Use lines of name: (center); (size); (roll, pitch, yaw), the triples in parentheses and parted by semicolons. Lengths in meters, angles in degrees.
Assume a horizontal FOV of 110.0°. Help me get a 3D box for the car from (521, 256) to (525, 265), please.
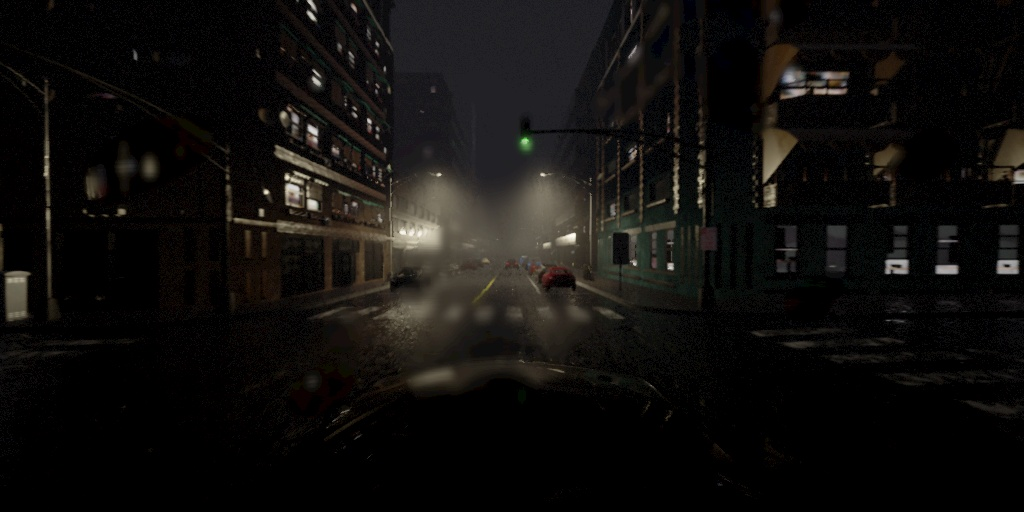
car: (2.684, 1.137, 65.409); (1.751, 1.417, 4.829); (0, 0, 0)

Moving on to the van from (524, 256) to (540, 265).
van: (2.686, 0.996, 43.146); (1.690, 1.789, 3.998); (0, 0, 0)

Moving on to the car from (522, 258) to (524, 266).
car: (2.686, 1.209, 48.670); (1.948, 1.339, 4.313); (0, 0, 0)

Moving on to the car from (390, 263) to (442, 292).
car: (-5.694, 1.268, 21.064); (1.948, 1.339, 4.313); (0, 0, 0)

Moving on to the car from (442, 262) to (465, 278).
car: (-5.694, 1.243, 32.111); (1.948, 1.339, 4.313); (0, 0, 0)

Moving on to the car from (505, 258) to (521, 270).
car: (-0.005, 1.165, 50.506); (1.812, 1.442, 4.674); (0, 0, 0)

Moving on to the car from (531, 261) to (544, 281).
car: (2.687, 1.256, 26.576); (1.948, 1.339, 4.313); (0, 0, 0)

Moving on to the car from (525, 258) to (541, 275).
car: (2.687, 1.211, 37.622); (1.888, 1.381, 4.507); (0, 0, 0)

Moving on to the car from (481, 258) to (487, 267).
car: (-5.696, 1.203, 59.728); (1.802, 1.307, 4.207); (0, 0, 0)

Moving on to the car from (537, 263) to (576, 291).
car: (2.688, 1.285, 21.052); (1.802, 1.307, 4.207); (0, 0, 0)

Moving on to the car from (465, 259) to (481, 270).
car: (-5.695, 1.188, 48.681); (1.888, 1.381, 4.507); (0, 0, 0)
